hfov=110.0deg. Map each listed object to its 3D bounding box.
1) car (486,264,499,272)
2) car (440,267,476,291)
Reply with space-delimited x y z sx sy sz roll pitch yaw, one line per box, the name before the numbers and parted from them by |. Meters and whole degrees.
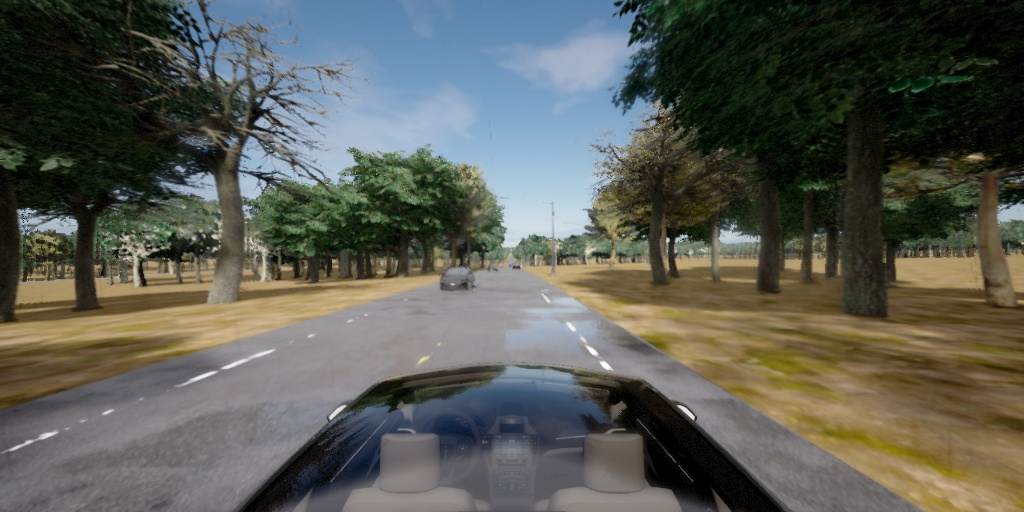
car | -3.507 2.189 64.946 1.837 1.490 4.892 0 -1 1
car | -3.592 1.486 24.280 1.882 1.535 5.008 0 -1 0
